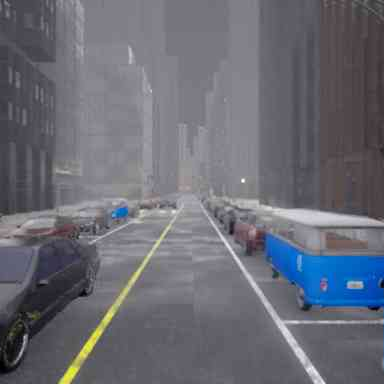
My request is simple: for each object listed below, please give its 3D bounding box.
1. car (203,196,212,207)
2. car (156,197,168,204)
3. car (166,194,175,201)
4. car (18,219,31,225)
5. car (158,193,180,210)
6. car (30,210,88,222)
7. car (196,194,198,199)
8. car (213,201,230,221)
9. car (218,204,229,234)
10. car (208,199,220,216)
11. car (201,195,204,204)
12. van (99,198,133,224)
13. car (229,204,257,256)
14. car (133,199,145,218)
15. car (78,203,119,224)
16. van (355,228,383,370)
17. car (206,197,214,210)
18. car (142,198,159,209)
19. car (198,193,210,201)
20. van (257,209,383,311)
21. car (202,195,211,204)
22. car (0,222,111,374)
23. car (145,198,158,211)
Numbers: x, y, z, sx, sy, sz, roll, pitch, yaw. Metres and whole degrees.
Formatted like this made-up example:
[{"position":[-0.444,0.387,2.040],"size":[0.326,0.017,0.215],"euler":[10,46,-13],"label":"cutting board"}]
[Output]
[{"position":[2.772,1.578,41.306],"size":[1.947,1.339,4.313],"euler":[0,0,0],"label":"car"},{"position":[-5.749,1.586,63.834],"size":[2.008,1.369,4.403],"euler":[0,0,0],"label":"car"},{"position":[-5.744,1.385,90.688],"size":[2.192,1.841,5.009],"euler":[0,0,0],"label":"car"},{"position":[-5.759,1.551,7.472],"size":[2.008,1.369,4.403],"euler":[0,0,0],"label":"car"},{"position":[-3.084,1.238,43.458],"size":[2.150,2.045,5.566],"euler":[0,0,0],"label":"car"},{"position":[-5.758,1.582,13.108],"size":[1.802,1.307,4.206],"euler":[0,0,0],"label":"car"},{"position":[2.781,1.651,90.705],"size":[1.802,1.307,4.206],"euler":[0,0,0],"label":"car"},{"position":[2.769,1.584,24.396],"size":[1.802,1.307,4.206],"euler":[0,0,0],"label":"car"},{"position":[2.768,1.566,18.759],"size":[1.947,1.339,4.313],"euler":[0,0,0],"label":"car"},{"position":[2.770,1.570,30.033],"size":[1.947,1.339,4.313],"euler":[0,0,0],"label":"car"},{"position":[2.774,1.548,52.749],"size":[1.752,1.417,4.829],"euler":[0,0,0],"label":"car"},{"position":[-5.756,1.344,24.381],"size":[1.690,1.788,3.998],"euler":[0,0,0],"label":"van"},{"position":[2.767,1.439,13.122],"size":[1.967,1.590,4.097],"euler":[0,0,0],"label":"car"},{"position":[-5.755,1.556,30.017],"size":[2.008,1.369,4.403],"euler":[0,0,0],"label":"car"},{"position":[-5.757,1.552,18.745],"size":[2.008,1.369,4.403],"euler":[0,0,0],"label":"car"},{"position":[2.765,1.341,1.850],"size":[1.690,1.788,3.998],"euler":[0,0,0],"label":"van"},{"position":[2.771,1.533,35.839],"size":[1.752,1.417,4.829],"euler":[0,0,0],"label":"car"},{"position":[-5.752,1.562,46.926],"size":[1.887,1.381,4.507],"euler":[0,0,0],"label":"car"},{"position":[2.776,1.349,63.852],"size":[2.192,1.841,5.009],"euler":[0,0,0],"label":"car"},{"position":[2.766,1.340,7.486],"size":[1.690,1.788,3.998],"euler":[0,0,0],"label":"van"},{"position":[2.773,1.562,46.942],"size":[1.887,1.381,4.507],"euler":[0,0,0],"label":"car"},{"position":[-3.099,1.547,5.861],"size":[2.033,1.411,5.357],"euler":[0,0,0],"label":"car"},{"position":[-5.753,1.557,41.290],"size":[1.887,1.381,4.507],"euler":[0,0,0],"label":"car"}]
